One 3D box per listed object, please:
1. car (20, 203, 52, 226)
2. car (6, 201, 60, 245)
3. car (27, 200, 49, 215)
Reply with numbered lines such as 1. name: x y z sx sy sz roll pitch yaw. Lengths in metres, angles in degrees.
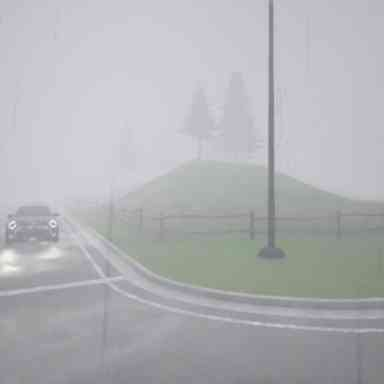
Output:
1. car: -11.626 1.624 24.972 1.994 1.385 4.181 0 0 -23
2. car: -7.551 1.391 15.923 2.097 1.767 4.553 0 0 -24
3. car: -16.385 1.650 35.522 1.994 1.385 4.181 0 0 -24
